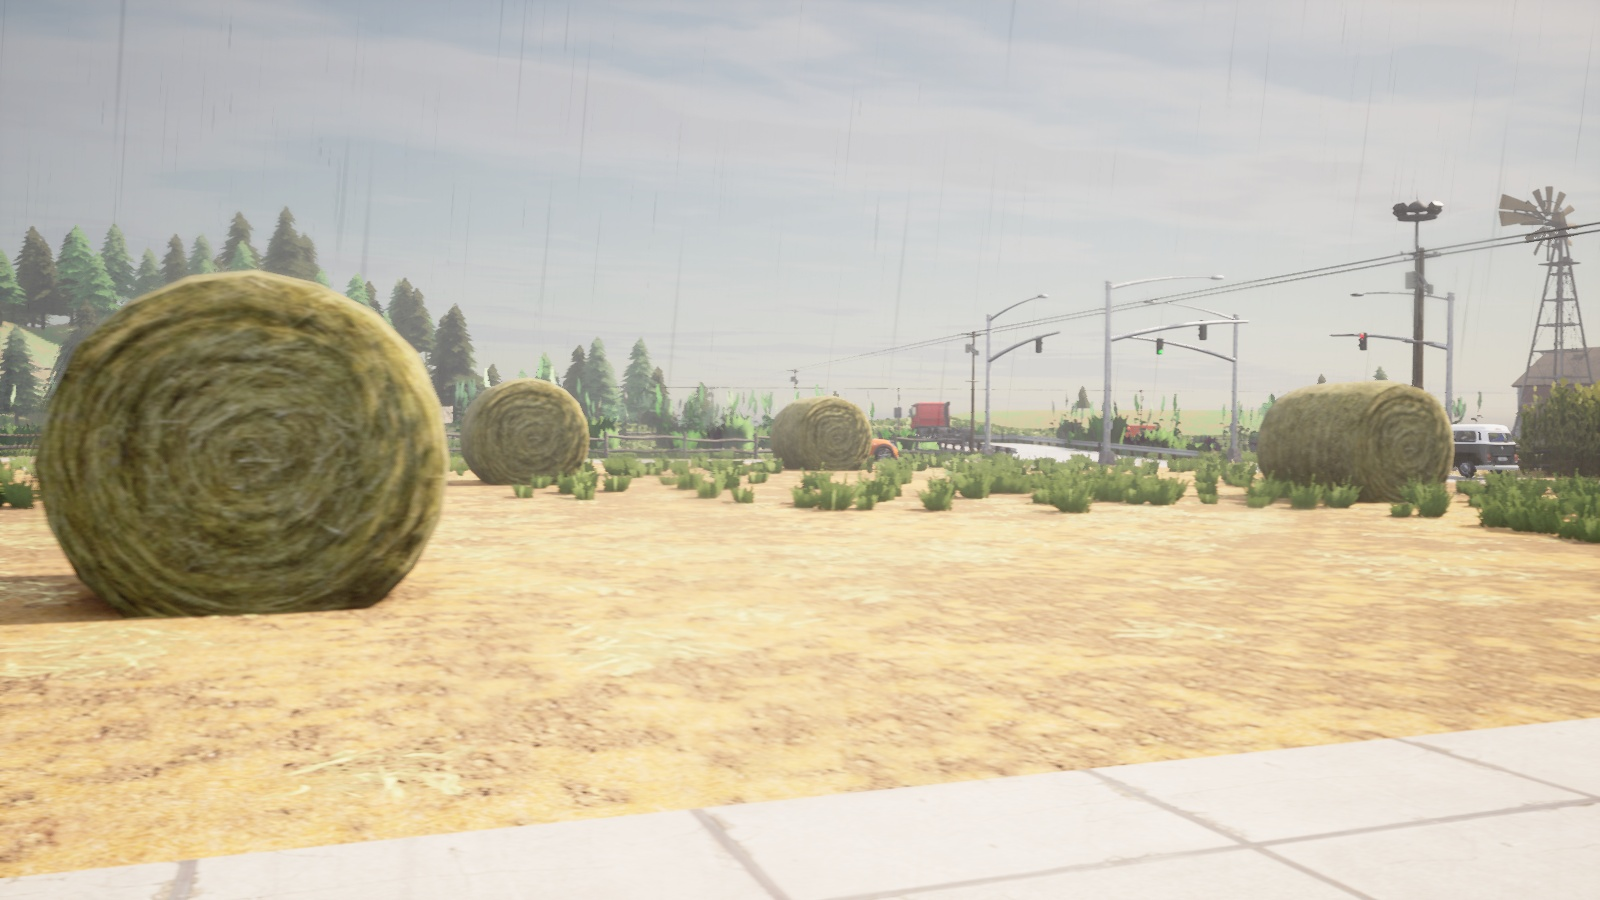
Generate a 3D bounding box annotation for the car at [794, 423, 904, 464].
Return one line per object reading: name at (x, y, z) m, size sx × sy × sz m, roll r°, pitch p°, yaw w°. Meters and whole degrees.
car at (2.203, -0.303, 56.974) m, size 4.553 × 1.767 × 2.097 m, roll -1°, pitch 1°, yaw -17°

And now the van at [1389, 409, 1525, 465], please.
van at (25.452, -0.522, 48.829) m, size 2.069 × 2.038 × 4.480 m, roll -1°, pitch 1°, yaw -19°
